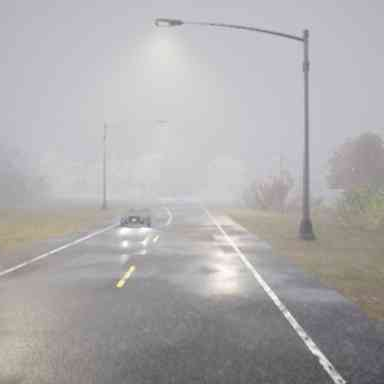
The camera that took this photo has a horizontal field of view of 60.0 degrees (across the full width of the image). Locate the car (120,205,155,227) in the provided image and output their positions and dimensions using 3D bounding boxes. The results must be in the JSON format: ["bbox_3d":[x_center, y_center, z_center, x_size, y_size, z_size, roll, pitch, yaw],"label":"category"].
[{"bbox_3d":[-3.683,1.577,23.015,1.994,1.385,4.181,0,0,-1],"label":"car"}]
